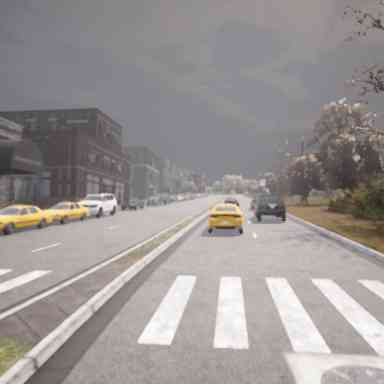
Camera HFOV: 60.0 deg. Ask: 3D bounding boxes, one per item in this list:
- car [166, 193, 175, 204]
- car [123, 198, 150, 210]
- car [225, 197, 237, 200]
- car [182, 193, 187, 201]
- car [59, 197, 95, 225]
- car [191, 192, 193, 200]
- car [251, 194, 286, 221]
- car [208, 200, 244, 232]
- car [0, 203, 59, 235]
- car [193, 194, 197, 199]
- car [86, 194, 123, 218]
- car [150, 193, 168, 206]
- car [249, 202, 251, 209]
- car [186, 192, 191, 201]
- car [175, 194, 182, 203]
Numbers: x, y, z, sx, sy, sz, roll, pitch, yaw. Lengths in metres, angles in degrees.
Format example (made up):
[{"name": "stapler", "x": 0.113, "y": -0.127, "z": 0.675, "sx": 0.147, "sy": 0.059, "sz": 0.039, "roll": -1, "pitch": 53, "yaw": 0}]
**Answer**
[{"name": "car", "x": -5.085, "y": 1.142, "z": 57.403, "sx": 2.435, "sy": 2.045, "sz": 5.566, "roll": 0, "pitch": 0, "yaw": 7}, {"name": "car", "x": -7.166, "y": 1.445, "z": 40.956, "sx": 2.163, "sy": 1.488, "sz": 4.792, "roll": 0, "pitch": 0, "yaw": 7}, {"name": "car", "x": 4.973, "y": 1.449, "z": 42.349, "sx": 1.837, "sy": 1.490, "sz": 4.892, "roll": 0, "pitch": 0, "yaw": 7}, {"name": "car", "x": -3.042, "y": 1.368, "z": 73.568, "sx": 1.946, "sy": 1.575, "sz": 5.366, "roll": 0, "pitch": 0, "yaw": 7}, {"name": "car", "x": -9.277, "y": 1.436, "z": 24.234, "sx": 1.946, "sy": 1.575, "sz": 5.366, "roll": 0, "pitch": 0, "yaw": 7}, {"name": "car", "x": -1.656, "y": 1.354, "z": 84.531, "sx": 1.946, "sy": 1.575, "sz": 5.366, "roll": 0, "pitch": 0, "yaw": 7}, {"name": "car", "x": 6.250, "y": 1.178, "z": 27.055, "sx": 2.150, "sy": 2.045, "sz": 5.566, "roll": 0, "pitch": 0, "yaw": 7}, {"name": "car", "x": 2.051, "y": 1.457, "z": 19.863, "sx": 1.882, "sy": 1.535, "sz": 5.008, "roll": 0, "pitch": 0, "yaw": 7}, {"name": "car", "x": -9.969, "y": 1.443, "z": 18.753, "sx": 1.946, "sy": 1.575, "sz": 5.366, "roll": 0, "pitch": 0, "yaw": 7}, {"name": "car", "x": -0.945, "y": 1.098, "z": 90.168, "sx": 2.435, "sy": 2.045, "sz": 5.566, "roll": 0, "pitch": 0, "yaw": 7}, {"name": "car", "x": -8.546, "y": 1.179, "z": 29.996, "sx": 2.435, "sy": 2.045, "sz": 5.566, "roll": 0, "pitch": 0, "yaw": 7}, {"name": "car", "x": -5.772, "y": 1.402, "z": 51.956, "sx": 2.231, "sy": 1.521, "sz": 4.892, "roll": 0, "pitch": 0, "yaw": 7}, {"name": "car", "x": 8.034, "y": 1.482, "z": 40.712, "sx": 2.033, "sy": 1.411, "sz": 5.357, "roll": 0, "pitch": 0, "yaw": 7}, {"name": "car", "x": -2.322, "y": 1.238, "z": 79.264, "sx": 2.185, "sy": 1.767, "sz": 4.553, "roll": 0, "pitch": 0, "yaw": 7}, {"name": "car", "x": -3.958, "y": 1.382, "z": 66.757, "sx": 2.231, "sy": 1.521, "sz": 4.892, "roll": 0, "pitch": 0, "yaw": 8}]
